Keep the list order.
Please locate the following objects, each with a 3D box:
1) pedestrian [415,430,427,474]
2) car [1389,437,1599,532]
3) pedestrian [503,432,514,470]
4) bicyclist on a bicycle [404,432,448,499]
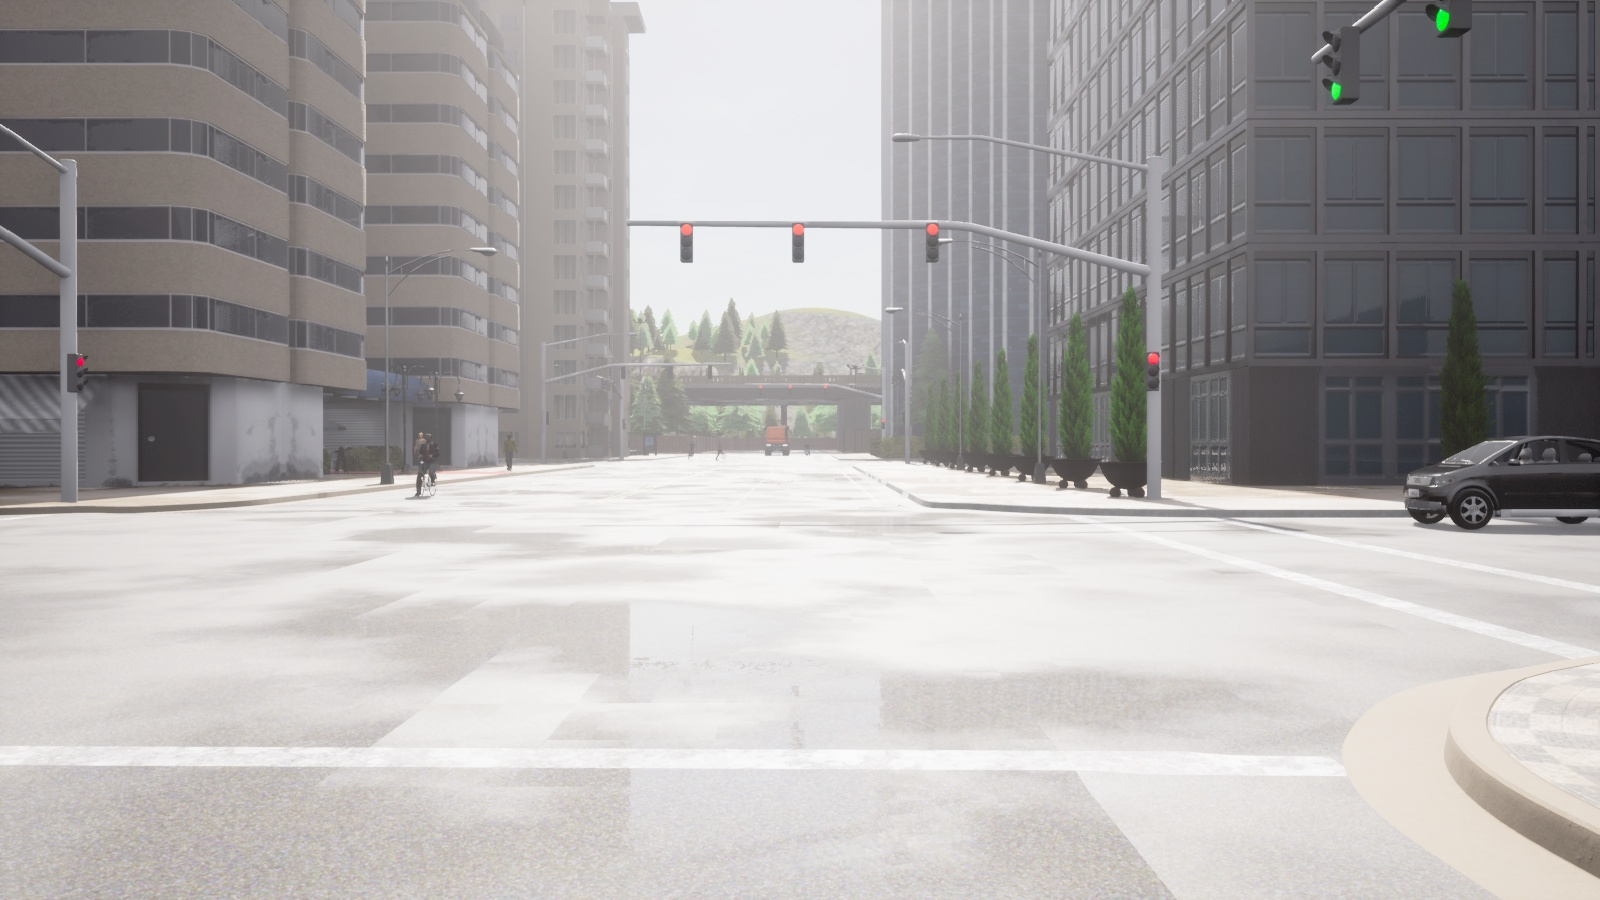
[{"bbox_3d":[-16.117,0.091,53.368,0.345,1.836,0.594,0,0,0],"label":"pedestrian"},{"bbox_3d":[12.269,0.559,21.319,3.705,1.549,1.789,0,0,1],"label":"car"},{"bbox_3d":[-13.944,0.054,60.168,0.370,1.835,0.726,0,0,-1],"label":"pedestrian"},{"bbox_3d":[-10.291,0.413,34.589,0.659,1.776,1.843,0,0,0],"label":"bicyclist on a bicycle"}]
